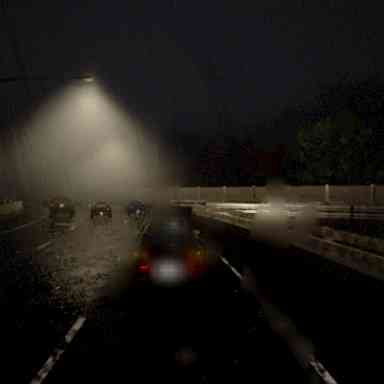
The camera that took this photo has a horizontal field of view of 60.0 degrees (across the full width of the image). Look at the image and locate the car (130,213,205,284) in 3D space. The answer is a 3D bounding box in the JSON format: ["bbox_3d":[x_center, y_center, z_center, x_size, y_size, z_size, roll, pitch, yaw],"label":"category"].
[{"bbox_3d":[-0.720,1.562,9.592,1.812,1.442,4.674,0,0,-5],"label":"car"}]

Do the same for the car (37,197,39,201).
[{"bbox_3d":[-37.594,1.819,83.178,4.718,1.301,1.895,0,0,40],"label":"car"}]

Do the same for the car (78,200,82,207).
[{"bbox_3d":[-20.153,1.797,56.635,1.994,1.385,4.181,0,0,-31],"label":"car"}]

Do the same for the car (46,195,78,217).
[{"bbox_3d":[-12.732,1.360,32.881,2.150,2.045,5.566,0,0,-18],"label":"car"}]

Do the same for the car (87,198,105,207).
[{"bbox_3d":[-16.728,1.737,57.764,1.837,1.490,4.892,1,0,-31],"label":"car"}]

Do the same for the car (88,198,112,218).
[{"bbox_3d":[-8.812,1.633,32.030,1.837,1.490,4.892,0,0,-17],"label":"car"}]

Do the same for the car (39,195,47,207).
[{"bbox_3d":[-23.849,1.458,56.133,2.150,2.045,5.566,0,0,-32],"label":"car"}]

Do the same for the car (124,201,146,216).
[{"bbox_3d":[-5.990,1.659,34.648,1.812,1.442,4.674,0,0,-18],"label":"car"}]

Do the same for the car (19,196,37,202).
[{"bbox_3d":[-40.324,1.705,80.846,4.892,1.490,1.837,0,0,40],"label":"car"}]
